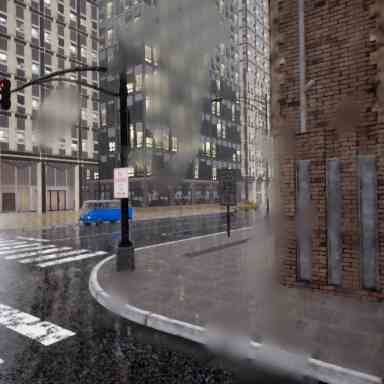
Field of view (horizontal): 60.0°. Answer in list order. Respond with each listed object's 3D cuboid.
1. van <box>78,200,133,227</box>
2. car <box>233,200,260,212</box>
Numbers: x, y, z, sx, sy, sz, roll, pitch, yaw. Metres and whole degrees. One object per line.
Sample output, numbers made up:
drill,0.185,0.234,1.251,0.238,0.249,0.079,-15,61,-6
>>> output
van,-6.031,1.460,23.500,1.690,1.788,3.998,-2,-1,36
car,6.804,1.689,41.409,1.752,1.417,4.829,-2,-1,36
